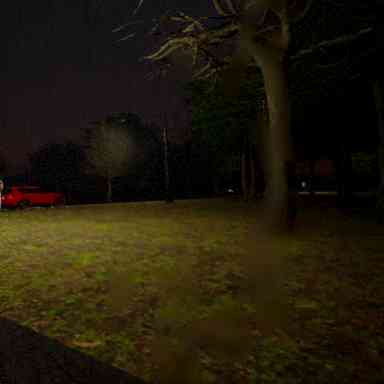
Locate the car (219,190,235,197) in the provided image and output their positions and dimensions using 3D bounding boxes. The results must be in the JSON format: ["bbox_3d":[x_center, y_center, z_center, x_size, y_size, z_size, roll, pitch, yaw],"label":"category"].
[{"bbox_3d":[7.959,0.250,75.818,2.128,1.511,4.902,-4,-1,34],"label":"car"}]

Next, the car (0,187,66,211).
[{"bbox_3d":[-14.514,0.568,30.613,2.150,2.045,5.566,-4,-1,34],"label":"car"}]
